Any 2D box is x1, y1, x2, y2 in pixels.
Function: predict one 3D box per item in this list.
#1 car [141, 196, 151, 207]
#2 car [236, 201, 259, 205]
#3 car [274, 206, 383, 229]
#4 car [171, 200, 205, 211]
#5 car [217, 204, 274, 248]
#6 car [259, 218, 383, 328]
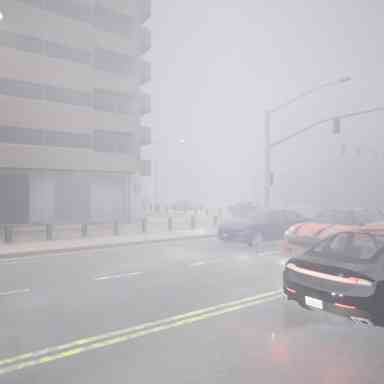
[{"bbox_3d":[-7.964,1.298,50.129,2.097,1.767,4.553,0,0,-34],"label":"car"},{"bbox_3d":[5.494,1.545,30.774,1.895,1.301,4.718,0,0,-35],"label":"car"},{"bbox_3d":[5.414,1.352,12.064,4.553,1.767,2.097,0,0,-35],"label":"car"},{"bbox_3d":[-0.458,1.545,39.226,1.895,1.301,4.718,0,0,-35],"label":"car"},{"bbox_3d":[3.375,1.478,14.909,5.008,1.535,1.882,0,0,-35],"label":"car"},{"bbox_3d":[3.876,1.492,6.511,4.902,1.511,2.128,0,0,-35],"label":"car"}]
